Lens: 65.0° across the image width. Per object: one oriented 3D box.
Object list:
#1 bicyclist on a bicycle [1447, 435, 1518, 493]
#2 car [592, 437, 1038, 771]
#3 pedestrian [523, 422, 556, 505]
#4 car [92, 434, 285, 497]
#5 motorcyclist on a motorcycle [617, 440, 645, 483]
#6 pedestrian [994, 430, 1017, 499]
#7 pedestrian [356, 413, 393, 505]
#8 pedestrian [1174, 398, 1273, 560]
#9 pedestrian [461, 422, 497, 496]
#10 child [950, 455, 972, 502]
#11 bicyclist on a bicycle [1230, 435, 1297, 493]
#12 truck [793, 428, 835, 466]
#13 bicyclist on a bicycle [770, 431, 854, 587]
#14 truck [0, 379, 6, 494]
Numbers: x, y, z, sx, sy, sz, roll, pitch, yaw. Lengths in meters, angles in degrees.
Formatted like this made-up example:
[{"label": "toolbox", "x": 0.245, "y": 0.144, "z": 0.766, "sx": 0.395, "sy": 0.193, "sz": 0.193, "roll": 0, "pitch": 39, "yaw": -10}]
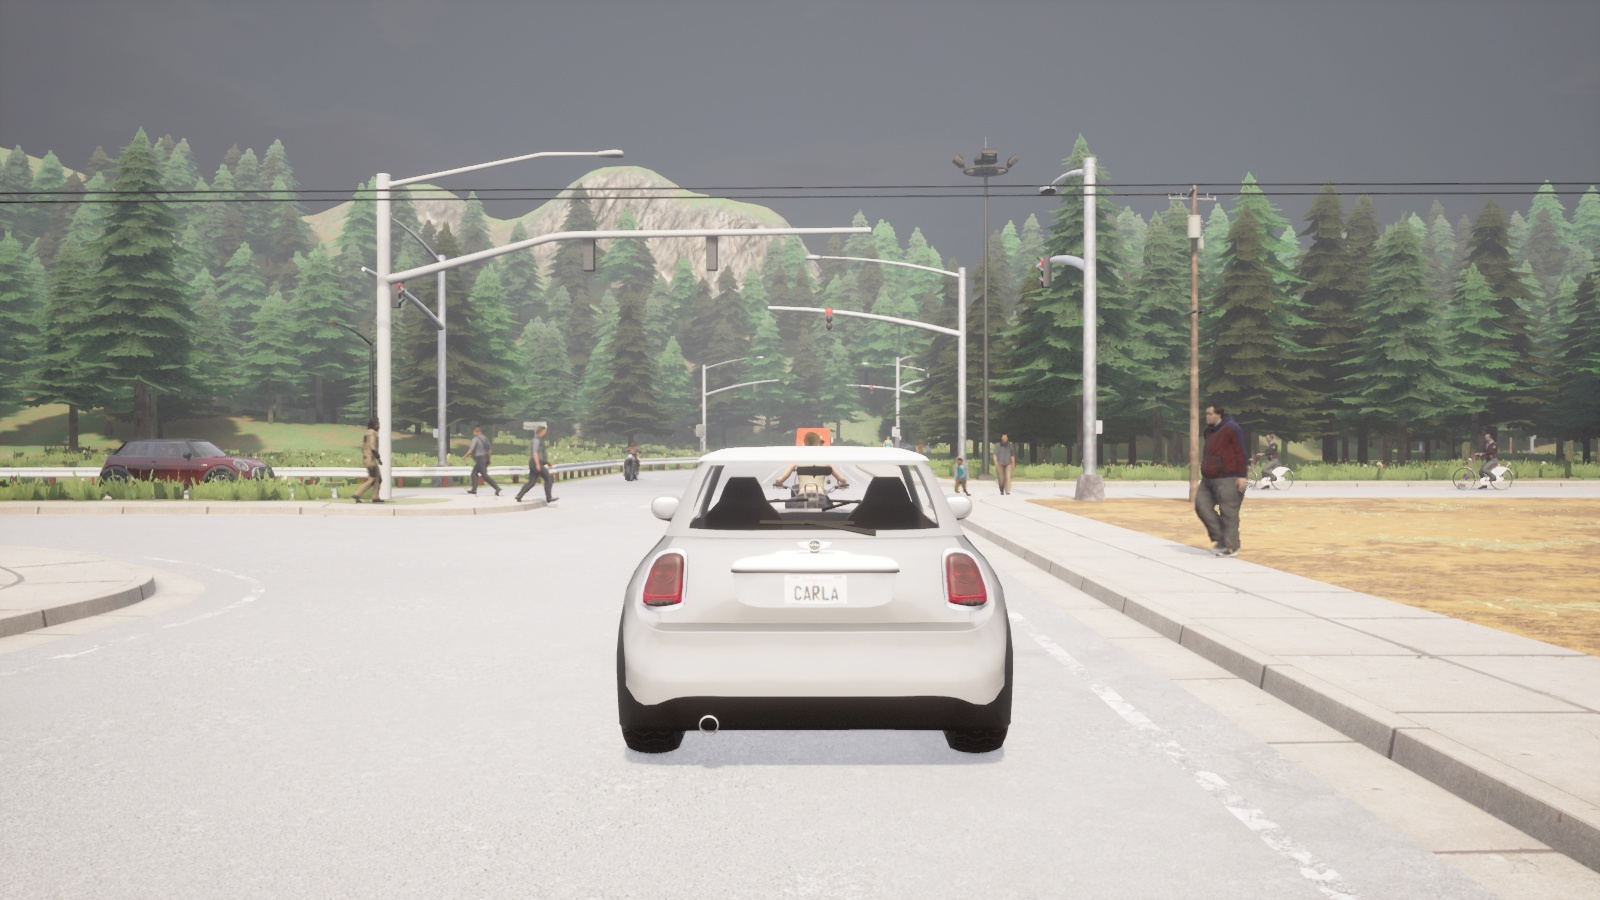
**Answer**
[{"label": "bicyclist on a bicycle", "x": 21.146, "y": 0.421, "z": 38.926, "sx": 1.843, "sy": 1.776, "sz": 0.659, "roll": 0, "pitch": 0, "yaw": 1}, {"label": "car", "x": 0.070, "y": 0.671, "z": 7.459, "sx": 1.970, "sy": 1.475, "sz": 3.806, "roll": 0, "pitch": 0, "yaw": 0}, {"label": "pedestrian", "x": -5.932, "y": 0.302, "z": 28.593, "sx": 0.694, "sy": 1.848, "sz": 0.540, "roll": 0, "pitch": 0, "yaw": -9}, {"label": "car", "x": -17.662, "y": 0.427, "z": 36.426, "sx": 4.553, "sy": 1.767, "sz": 2.097, "roll": 0, "pitch": 0, "yaw": 1}, {"label": "motorcyclist on a motorcycle", "x": -6.612, "y": 0.417, "z": 49.332, "sx": 0.766, "sy": 1.649, "sz": 2.350, "roll": 0, "pitch": 1, "yaw": 0}, {"label": "pedestrian", "x": 5.556, "y": 0.375, "z": 33.943, "sx": 0.540, "sy": 1.848, "sz": 0.694, "roll": 0, "pitch": 0, "yaw": 2}, {"label": "pedestrian", "x": -9.067, "y": 0.193, "z": 26.737, "sx": 0.692, "sy": 1.930, "sz": 0.396, "roll": 0, "pitch": 0, "yaw": -28}, {"label": "pedestrian", "x": 4.905, "y": 0.327, "z": 14.584, "sx": 0.899, "sy": 1.844, "sz": 0.634, "roll": 0, "pitch": 0, "yaw": -8}, {"label": "pedestrian", "x": -8.129, "y": 0.222, "z": 31.810, "sx": 0.694, "sy": 1.848, "sz": 0.540, "roll": 0, "pitch": 0, "yaw": 13}, {"label": "child", "x": 4.151, "y": 0.738, "z": 32.329, "sx": 0.448, "sy": 1.192, "sz": 0.343, "roll": 0, "pitch": 0, "yaw": -42}, {"label": "bicyclist on a bicycle", "x": 14.425, "y": 0.421, "z": 39.099, "sx": 1.843, "sy": 1.776, "sz": 0.659, "roll": 0, "pitch": 0, "yaw": 1}, {"label": "truck", "x": 0.965, "y": -0.217, "z": 83.653, "sx": 2.627, "sy": 2.467, "sz": 5.204, "roll": 0, "pitch": 0, "yaw": 2}, {"label": "bicyclist on a bicycle", "x": 0.123, "y": 0.606, "z": 13.751, "sx": 0.866, "sy": 1.612, "sz": 1.509, "roll": 0, "pitch": 0, "yaw": 0}, {"label": "truck", "x": -28.057, "y": -0.415, "z": 36.689, "sx": 7.936, "sy": 3.462, "sz": 2.891, "roll": 0, "pitch": 0, "yaw": 1}]
